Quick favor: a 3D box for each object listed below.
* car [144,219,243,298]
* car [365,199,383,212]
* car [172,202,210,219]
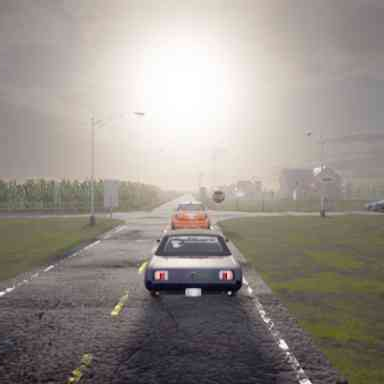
[{"bbox_3d":[0.019,1.601,8.492,1.895,1.301,4.718,0,0,0],"label":"car"},{"bbox_3d":[20.739,1.339,34.990,4.674,1.442,1.812,-1,0,1],"label":"car"},{"bbox_3d":[-0.089,1.353,19.800,2.097,1.767,4.553,0,0,-1],"label":"car"}]
